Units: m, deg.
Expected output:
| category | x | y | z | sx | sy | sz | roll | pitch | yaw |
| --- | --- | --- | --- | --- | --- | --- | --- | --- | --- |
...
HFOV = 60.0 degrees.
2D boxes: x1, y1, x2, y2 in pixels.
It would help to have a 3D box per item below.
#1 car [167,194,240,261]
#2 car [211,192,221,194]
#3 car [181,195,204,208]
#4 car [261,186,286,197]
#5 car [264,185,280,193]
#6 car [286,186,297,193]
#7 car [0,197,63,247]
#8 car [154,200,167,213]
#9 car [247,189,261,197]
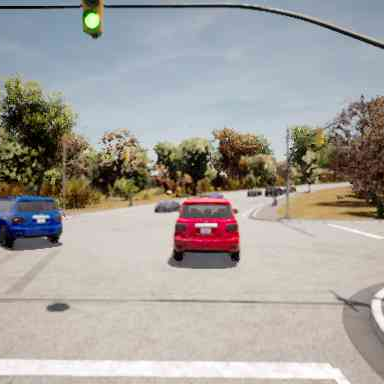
| category | x | y | z | sx | sy | sz | roll | pitch | yaw |
| --- | --- | --- | --- | --- | --- | --- | --- | --- | --- |
| car | 0.596 | 1.244 | 12.615 | 2.150 | 2.045 | 5.566 | 0 | 0 | 4 |
| car | 3.953 | 0.811 | 56.346 | 1.812 | 1.442 | 4.674 | 0 | 3 | 24 |
| car | 0.173 | 1.270 | 46.866 | 1.812 | 1.442 | 4.674 | 0 | 2 | 19 |
| car | 15.662 | -0.222 | 63.810 | 2.150 | 2.045 | 5.566 | 0 | 4 | 31 |
| car | 17.767 | -0.616 | 73.633 | 1.812 | 1.442 | 4.674 | 0 | 3 | 36 |
| car | 21.394 | -0.642 | 72.706 | 1.812 | 1.442 | 4.674 | 0 | 3 | 36 |
| car | -7.959 | 1.245 | 15.403 | 2.150 | 2.045 | 5.566 | 1 | 0 | -44 |
| car | -2.720 | 1.555 | 37.279 | 1.994 | 1.385 | 4.181 | 0 | 1 | 15 |
| car | 12.313 | 0.090 | 65.006 | 2.128 | 1.511 | 4.902 | 0 | 4 | 31 |
